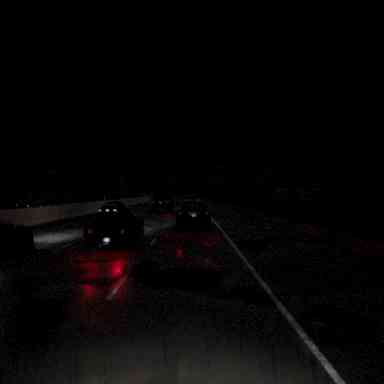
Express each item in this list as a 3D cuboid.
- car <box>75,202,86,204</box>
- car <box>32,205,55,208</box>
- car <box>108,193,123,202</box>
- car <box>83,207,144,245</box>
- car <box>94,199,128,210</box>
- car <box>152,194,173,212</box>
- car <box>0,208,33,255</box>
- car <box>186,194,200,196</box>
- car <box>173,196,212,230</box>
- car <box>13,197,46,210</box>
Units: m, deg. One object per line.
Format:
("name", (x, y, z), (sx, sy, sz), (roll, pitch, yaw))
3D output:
("car", (-14.102, 1.586, 44.228), (1.994, 1.385, 4.181), (0, 0, 0))
("car", (-17.607, 1.545, 39.026), (1.812, 1.442, 4.674), (0, 0, 0))
("car", (-17.533, 1.261, 76.643), (2.150, 2.045, 5.566), (0, 0, 0))
("car", (-3.406, 1.608, 15.461), (1.895, 1.301, 4.718), (0, 0, 0))
("car", (-6.912, 1.561, 29.657), (2.033, 1.411, 5.357), (0, 0, 0))
("car", (-3.404, 1.239, 38.872), (2.150, 2.045, 5.566), (0, 0, 0))
("car", (-6.907, 1.497, 10.656), (2.128, 1.511, 4.902), (0, 0, 0))
("car", (0.084, 1.239, 40.869), (2.150, 2.045, 5.566), (0, 0, 0))
("car", (0.094, 1.360, 21.042), (2.097, 1.767, 4.553), (0, 0, 0))
("car", (-21.103, 1.500, 43.515), (1.882, 1.535, 5.008), (0, 0, 0))
